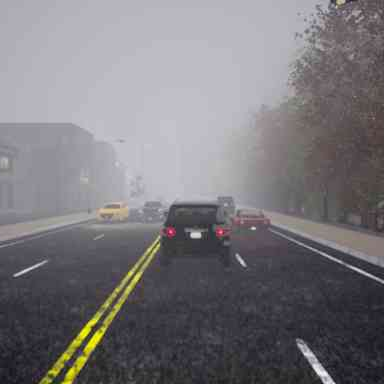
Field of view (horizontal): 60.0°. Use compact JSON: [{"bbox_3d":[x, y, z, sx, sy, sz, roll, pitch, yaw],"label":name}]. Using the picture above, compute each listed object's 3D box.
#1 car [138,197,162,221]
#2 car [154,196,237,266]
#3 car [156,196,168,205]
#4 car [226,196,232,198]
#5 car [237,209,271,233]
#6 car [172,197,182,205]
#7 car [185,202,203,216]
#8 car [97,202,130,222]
[{"bbox_3d":[-3.273,1.511,28.295,2.097,1.767,4.553,0,0,0],"label":"car"},{"bbox_3d":[0.121,1.293,11.946,2.150,2.045,5.566,0,0,0],"label":"car"},{"bbox_3d":[-6.309,1.745,70.218,2.097,1.767,4.553,0,0,0],"label":"car"},{"bbox_3d":[3.449,1.433,36.662,2.150,2.045,5.566,0,0,0],"label":"car"},{"bbox_3d":[3.404,1.720,20.544,1.895,1.301,4.718,0,0,0],"label":"car"},{"bbox_3d":[-3.059,1.869,70.178,1.882,1.535,5.008,0,0,0],"label":"car"},{"bbox_3d":[0.197,1.807,36.155,1.895,1.301,4.718,0,0,0],"label":"car"},{"bbox_3d":[-6.525,1.633,27.986,1.882,1.535,5.008,0,0,0],"label":"car"}]
